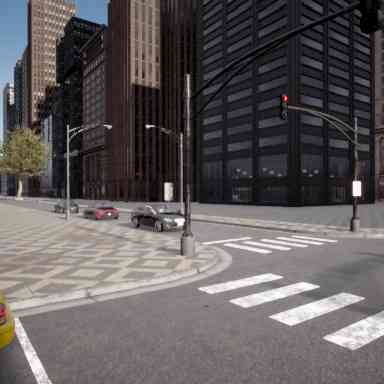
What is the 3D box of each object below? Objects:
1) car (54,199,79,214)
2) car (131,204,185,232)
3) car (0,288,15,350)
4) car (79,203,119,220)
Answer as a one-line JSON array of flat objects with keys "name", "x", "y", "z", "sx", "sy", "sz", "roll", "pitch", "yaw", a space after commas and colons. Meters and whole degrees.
[{"name": "car", "x": -14.099, "y": 1.596, "z": 37.280, "sx": 1.837, "sy": 1.490, "sz": 4.892, "roll": 0, "pitch": 0, "yaw": -36}, {"name": "car", "x": -2.079, "y": 1.534, "z": 20.561, "sx": 2.128, "sy": 1.511, "sz": 4.902, "roll": 0, "pitch": 0, "yaw": -36}, {"name": "car", "x": -4.573, "y": 1.525, "z": 3.388, "sx": 4.829, "sy": 1.417, "sz": 1.752, "roll": 0, "pitch": 0, "yaw": -36}, {"name": "car", "x": -7.830, "y": 1.630, "z": 28.560, "sx": 1.994, "sy": 1.385, "sz": 4.181, "roll": 0, "pitch": 0, "yaw": -35}]
